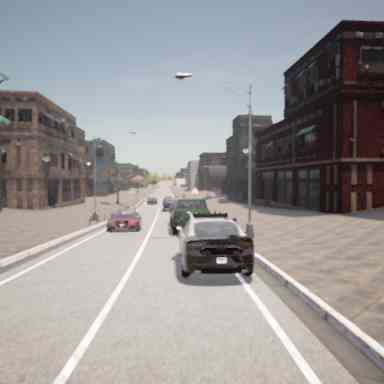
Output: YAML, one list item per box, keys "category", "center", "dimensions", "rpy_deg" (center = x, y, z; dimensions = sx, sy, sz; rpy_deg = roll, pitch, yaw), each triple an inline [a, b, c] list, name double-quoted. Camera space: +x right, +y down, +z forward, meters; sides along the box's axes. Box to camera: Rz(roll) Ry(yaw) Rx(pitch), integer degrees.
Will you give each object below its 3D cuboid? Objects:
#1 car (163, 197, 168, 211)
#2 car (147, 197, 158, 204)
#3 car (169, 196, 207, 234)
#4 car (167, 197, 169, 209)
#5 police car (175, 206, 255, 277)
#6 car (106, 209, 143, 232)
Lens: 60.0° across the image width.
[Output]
- category: "car"
  center: [-3.182, 1.859, 47.269]
  dimensions: [1.837, 1.490, 4.892]
  rpy_deg: [0, -1, -5]
- category: "car"
  center: [-7.445, 1.555, 62.648]
  dimensions: [1.994, 1.385, 4.181]
  rpy_deg: [0, 2, -4]
- category: "car"
  center: [-0.161, 1.403, 20.451]
  dimensions: [2.150, 2.045, 5.566]
  rpy_deg: [0, -1, -5]
- category: "car"
  center: [-0.635, 1.541, 26.442]
  dimensions: [2.150, 2.045, 5.566]
  rpy_deg: [0, -1, -5]
- category: "police car"
  center: [0.562, 1.445, 10.479]
  dimensions: [1.930, 1.638, 5.238]
  rpy_deg: [0, -1, -3]
- category: "car"
  center: [-4.257, 1.790, 21.514]
  dimensions: [1.994, 1.385, 4.181]
  rpy_deg: [0, -1, -4]
